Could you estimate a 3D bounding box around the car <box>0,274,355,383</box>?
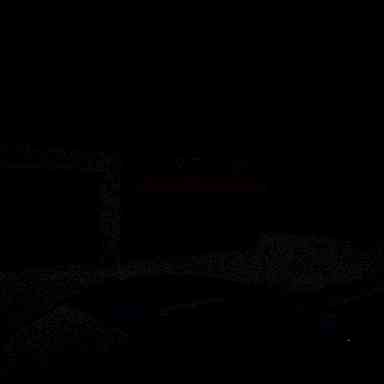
[{"bbox_3d":[-0.483,1.538,2.742,4.674,1.442,1.812,1,0,-35],"label":"car"}]
